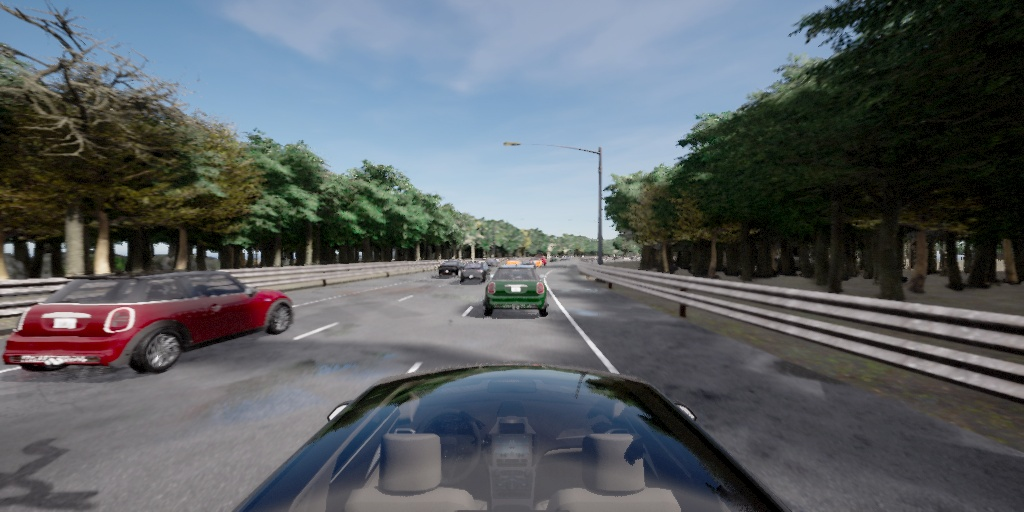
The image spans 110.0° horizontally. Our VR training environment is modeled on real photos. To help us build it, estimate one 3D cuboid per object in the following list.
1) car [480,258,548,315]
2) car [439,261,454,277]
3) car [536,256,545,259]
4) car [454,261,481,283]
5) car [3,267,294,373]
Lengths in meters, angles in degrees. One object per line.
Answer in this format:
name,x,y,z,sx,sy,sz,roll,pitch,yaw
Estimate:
car,0.185,1.100,13.671,2.097,1.767,4.553,0,0,2
car,-5.680,1.211,34.886,1.882,1.535,5.008,0,0,5
car,4.056,1.091,60.966,2.097,1.767,4.553,0,0,8
car,-2.678,1.232,27.402,2.128,1.511,4.902,0,0,4
car,-6.868,1.075,7.666,2.097,1.767,4.553,0,0,1
